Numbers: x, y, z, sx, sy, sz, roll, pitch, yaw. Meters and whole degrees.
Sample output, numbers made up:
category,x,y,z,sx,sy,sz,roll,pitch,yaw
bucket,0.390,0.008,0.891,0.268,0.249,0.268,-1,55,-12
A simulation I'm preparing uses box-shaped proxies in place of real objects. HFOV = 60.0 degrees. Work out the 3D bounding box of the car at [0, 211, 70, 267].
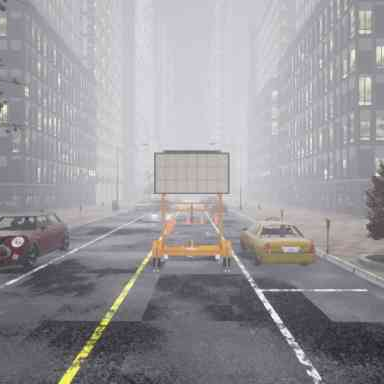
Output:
category,x,y,z,sx,sy,sz,roll,pitch,yaw
car,-5.698,1.439,11.178,1.967,1.590,4.097,0,0,0

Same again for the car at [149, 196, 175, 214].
category,x,y,z,sx,sy,sz,roll,pitch,yaw
car,-3.110,1.496,35.688,1.837,1.490,4.892,0,0,0

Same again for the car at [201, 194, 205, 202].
category,x,y,z,sx,sy,sz,roll,pitch,yaw
car,2.674,1.428,45.317,1.967,1.590,4.097,0,0,0

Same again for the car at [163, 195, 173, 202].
category,x,y,z,sx,sy,sz,roll,pitch,yaw
car,-5.715,1.534,79.480,1.947,1.339,4.313,0,0,0

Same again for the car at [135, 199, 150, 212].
category,x,y,z,sx,sy,sz,roll,pitch,yaw
car,-5.705,1.516,39.467,1.752,1.417,4.829,0,0,0

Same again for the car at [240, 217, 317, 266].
category,x,y,z,sx,sy,sz,roll,pitch,yaw
car,2.683,1.524,11.334,1.752,1.417,4.829,0,0,0

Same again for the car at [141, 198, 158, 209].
category,x,y,z,sx,sy,sz,roll,pitch,yaw
car,-5.706,1.570,45.329,1.802,1.307,4.206,0,0,0

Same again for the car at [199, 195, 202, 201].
category,x,y,z,sx,sy,sz,roll,pitch,yaw
car,2.670,1.562,62.393,1.802,1.307,4.206,0,0,0

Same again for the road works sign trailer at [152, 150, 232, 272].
category,x,y,z,sx,sy,sz,roll,pitch,yaw
road works sign trailer,-0.004,0.463,10.742,2.380,3.560,2.880,0,0,0

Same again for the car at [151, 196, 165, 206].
category,x,y,z,sx,sy,sz,roll,pitch,yaw
car,-5.710,1.423,56.713,1.967,1.590,4.097,0,0,0

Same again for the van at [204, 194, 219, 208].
category,x,y,z,sx,sy,sz,roll,pitch,yaw
van,2.674,1.331,39.624,1.690,1.788,3.998,0,0,0

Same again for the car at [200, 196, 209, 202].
category,x,y,z,sx,sy,sz,roll,pitch,yaw
car,2.667,1.517,73.778,1.887,1.381,4.507,0,0,0

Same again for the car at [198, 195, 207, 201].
category,x,y,z,sx,sy,sz,roll,pitch,yaw
car,2.664,1.514,85.162,2.008,1.369,4.403,0,0,0

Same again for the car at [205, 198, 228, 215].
category,x,y,z,sx,sy,sz,roll,pitch,yaw
car,2.677,1.558,33.932,1.947,1.339,4.313,0,0,0

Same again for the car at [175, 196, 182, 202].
category,x,y,z,sx,sy,sz,roll,pitch,yaw
car,-3.019,1.523,69.984,2.033,1.411,5.357,0,0,0
